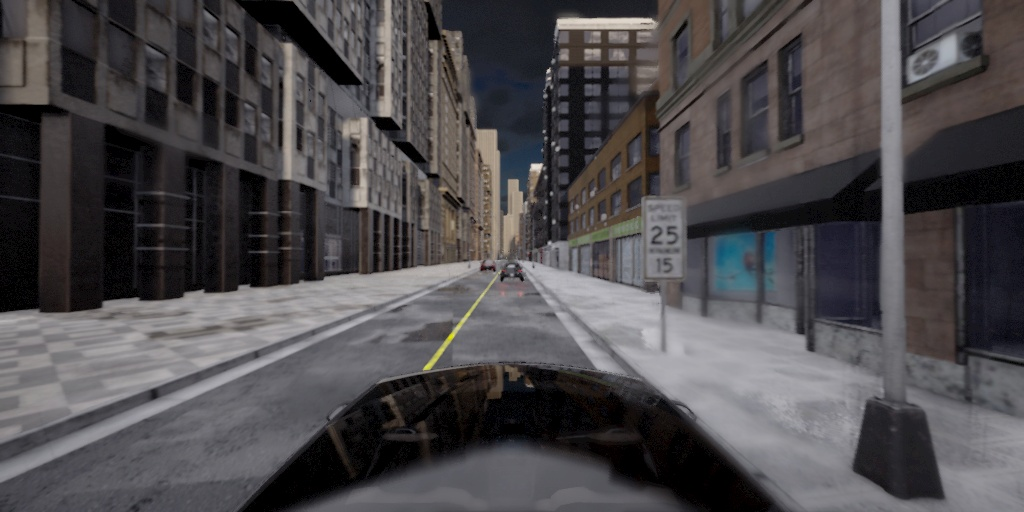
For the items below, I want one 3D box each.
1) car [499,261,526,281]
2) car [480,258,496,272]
[{"bbox_3d":[0.006,1.265,29.463,1.812,1.442,4.674,0,0,0],"label":"car"},{"bbox_3d":[-3.003,1.206,45.738,1.882,1.535,5.008,0,0,0],"label":"car"}]
